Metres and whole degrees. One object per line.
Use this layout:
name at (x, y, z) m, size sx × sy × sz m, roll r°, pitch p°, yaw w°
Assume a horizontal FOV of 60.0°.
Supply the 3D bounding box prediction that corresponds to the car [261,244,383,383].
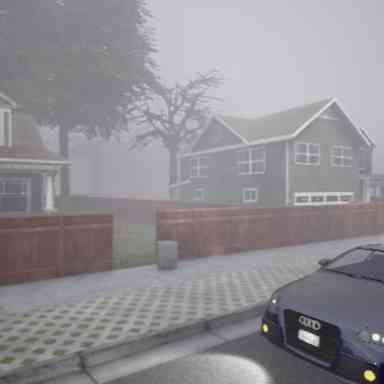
car at (3.044, 1.563, 5.104) m, size 4.181 × 1.385 × 1.994 m, roll 0°, pitch 0°, yaw -34°
